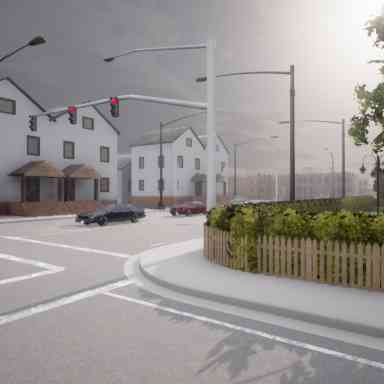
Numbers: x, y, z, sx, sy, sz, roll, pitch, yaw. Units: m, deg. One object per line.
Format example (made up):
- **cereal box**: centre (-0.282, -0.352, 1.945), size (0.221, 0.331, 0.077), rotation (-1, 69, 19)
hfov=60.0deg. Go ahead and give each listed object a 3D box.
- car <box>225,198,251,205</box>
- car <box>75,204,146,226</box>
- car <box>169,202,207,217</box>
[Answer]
- **car**: centre (5.657, 1.504, 40.106), size (1.837, 1.490, 4.892), rotation (0, 0, 35)
- **car**: centre (-5.614, 1.548, 23.779), size (2.033, 1.411, 5.357), rotation (0, 0, 35)
- **car**: centre (-0.118, 1.601, 31.749), size (1.895, 1.301, 4.718), rotation (0, 0, 35)
